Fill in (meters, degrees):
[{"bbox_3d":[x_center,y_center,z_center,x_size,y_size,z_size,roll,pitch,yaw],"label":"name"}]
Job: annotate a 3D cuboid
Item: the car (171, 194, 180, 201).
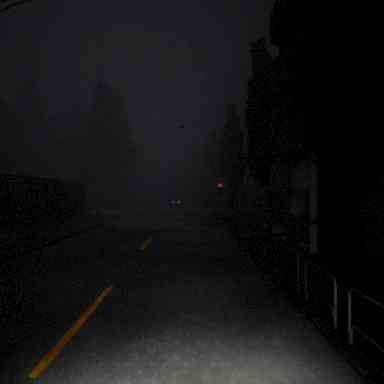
[{"bbox_3d":[-3.972,1.807,84.558,1.895,1.301,4.718,0,0,0],"label":"car"}]
